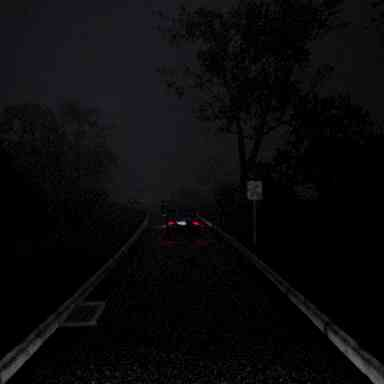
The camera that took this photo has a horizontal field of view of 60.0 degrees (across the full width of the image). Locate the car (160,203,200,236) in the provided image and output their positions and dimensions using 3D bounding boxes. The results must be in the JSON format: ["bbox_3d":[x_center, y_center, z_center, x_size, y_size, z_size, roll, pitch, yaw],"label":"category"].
[{"bbox_3d":[-0.595,1.568,18.575,2.033,1.411,5.357,0,0,-4],"label":"car"}]

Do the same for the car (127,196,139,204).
[{"bbox_3d":[-11.925,1.610,67.250,1.994,1.385,4.181,0,0,-15],"label":"car"}]

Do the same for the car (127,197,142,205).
[{"bbox_3d":[-10.063,1.584,59.519,1.812,1.442,4.674,0,0,-14],"label":"car"}]

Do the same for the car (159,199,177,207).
[{"bbox_3d":[-2.735,1.534,38.640,2.128,1.511,4.902,0,0,-8],"label":"car"}]
